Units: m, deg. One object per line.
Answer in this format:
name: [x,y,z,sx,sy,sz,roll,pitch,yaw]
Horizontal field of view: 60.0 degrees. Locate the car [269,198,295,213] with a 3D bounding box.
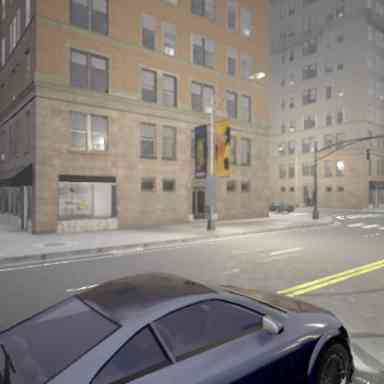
car: [9.126,1.582,36.521,1.994,1.385,4.181,0,0,-39]

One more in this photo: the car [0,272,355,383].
car: [-0.136,1.569,3.380,4.181,1.385,1.994,0,0,-39]

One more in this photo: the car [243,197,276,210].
car: [9.185,1.482,45.290,1.967,1.590,4.097,0,0,-38]
